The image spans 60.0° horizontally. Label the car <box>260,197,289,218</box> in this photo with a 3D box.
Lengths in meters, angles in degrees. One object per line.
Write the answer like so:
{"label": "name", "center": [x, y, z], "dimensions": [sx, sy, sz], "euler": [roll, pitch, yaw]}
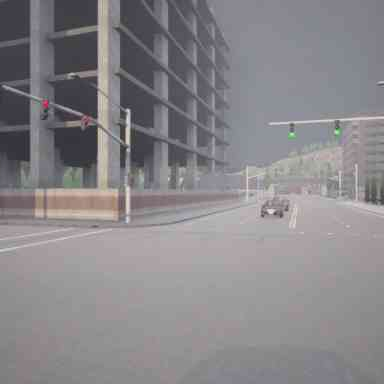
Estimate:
{"label": "car", "center": [7.428, 1.498, 30.423], "dimensions": [2.128, 1.511, 4.902], "euler": [0, 0, 18]}

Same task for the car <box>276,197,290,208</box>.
{"label": "car", "center": [13.550, 1.536, 49.350], "dimensions": [1.812, 1.442, 4.674], "euler": [0, 0, 19]}
